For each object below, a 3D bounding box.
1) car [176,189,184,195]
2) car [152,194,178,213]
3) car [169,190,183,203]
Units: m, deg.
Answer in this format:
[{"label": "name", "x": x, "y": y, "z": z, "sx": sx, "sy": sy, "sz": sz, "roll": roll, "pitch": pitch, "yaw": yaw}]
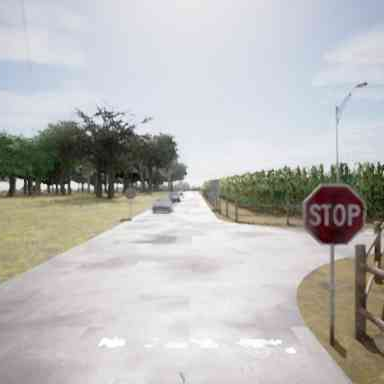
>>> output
[{"label": "car", "x": -2.563, "y": 0.131, "z": 65.689, "sx": 1.837, "sy": 1.490, "sz": 4.892, "roll": 0, "pitch": 2, "yaw": 0}, {"label": "car", "x": -2.756, "y": 1.232, "z": 32.573, "sx": 2.033, "sy": 1.411, "sz": 5.357, "roll": 0, "pitch": 1, "yaw": 0}, {"label": "car", "x": -2.691, "y": 0.836, "z": 49.677, "sx": 1.837, "sy": 1.490, "sz": 4.892, "roll": 0, "pitch": 1, "yaw": 1}]
